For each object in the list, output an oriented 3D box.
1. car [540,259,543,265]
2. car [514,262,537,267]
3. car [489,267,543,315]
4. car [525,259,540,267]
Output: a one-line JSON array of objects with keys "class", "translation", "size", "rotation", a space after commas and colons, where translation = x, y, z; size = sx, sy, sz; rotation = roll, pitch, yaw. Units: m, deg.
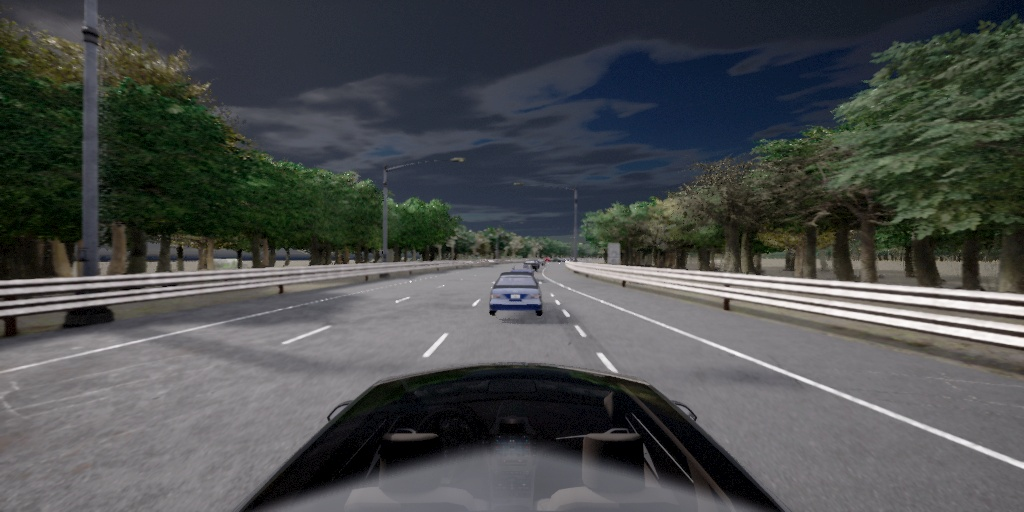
[{"class": "car", "translation": [3.647, 1.378, 59.184], "size": [1.812, 1.442, 4.674], "rotation": [0, 0, 7]}, {"class": "car", "translation": [0.941, 1.386, 30.614], "size": [1.895, 1.301, 4.718], "rotation": [0, 0, 4]}, {"class": "car", "translation": [0.178, 1.304, 13.615], "size": [2.033, 1.411, 5.357], "rotation": [0, 0, 2]}, {"class": "car", "translation": [2.597, 1.303, 50.100], "size": [1.882, 1.535, 5.008], "rotation": [0, 0, 6]}]
